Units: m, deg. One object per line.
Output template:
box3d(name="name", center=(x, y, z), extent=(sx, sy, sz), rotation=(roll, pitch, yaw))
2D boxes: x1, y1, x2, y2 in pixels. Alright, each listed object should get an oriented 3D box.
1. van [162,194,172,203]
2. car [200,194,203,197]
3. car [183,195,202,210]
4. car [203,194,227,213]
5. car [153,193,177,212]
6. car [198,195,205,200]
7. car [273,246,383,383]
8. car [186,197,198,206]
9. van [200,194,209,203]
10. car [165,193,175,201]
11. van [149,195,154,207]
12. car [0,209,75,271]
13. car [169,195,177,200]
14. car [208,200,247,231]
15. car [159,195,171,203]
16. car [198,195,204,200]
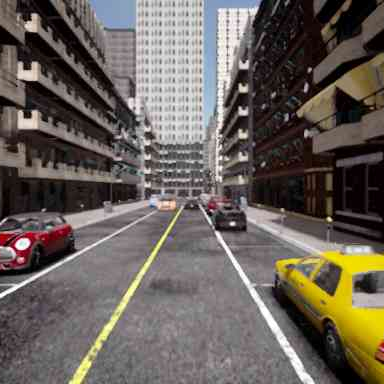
box3d(name="van", center=(-5.377, 1.302, 71.786), extent=(1.690, 1.788, 3.998), rotation=(-1, 0, 0))
box3d(name="car", center=(2.521, 1.501, 49.786), extent=(1.752, 1.417, 4.829), rotation=(-1, 0, 0))
box3d(name="car", center=(-0.010, 1.506, 42.251), extent=(1.812, 1.442, 4.674), rotation=(0, 0, 0))
box3d(name="car", center=(2.530, 1.300, 32.968), extent=(2.192, 1.841, 5.009), rotation=(-1, 0, 0))
box3d(name="car", center=(-2.868, 1.334, 38.459), extent=(2.097, 1.767, 4.553), rotation=(0, 0, 0))
box3d(name="car", center=(2.494, 1.493, 88.459), extent=(1.887, 1.381, 4.507), rotation=(-1, 0, 0))
box3d(name="car", center=(2.552, 1.524, 5.393), extent=(1.752, 1.417, 4.829), rotation=(-1, 0, 0))
box3d(name="car", center=(-0.036, 1.574, 53.558), extent=(1.895, 1.301, 4.718), rotation=(0, 0, 0))
box3d(name="van", center=(2.507, 1.307, 66.263), extent=(1.690, 1.788, 3.998), rotation=(-1, 0, 0))
box3d(name="car", center=(-5.385, 1.268, 82.885), extent=(2.192, 1.841, 5.009), rotation=(-1, 0, 0))
box3d(name="van", center=(-5.361, 1.317, 49.591), extent=(1.690, 1.788, 3.998), rotation=(-1, 0, 0))
box3d(name="car", center=(-5.333, 1.436, 10.746), extent=(1.967, 1.590, 4.097), rotation=(-1, 0, 0))
box3d(name="car", center=(-5.390, 1.489, 93.983), extent=(1.887, 1.381, 4.507), rotation=(-1, 0, 0))
box3d(name="car", center=(2.215, 1.495, 20.564), extent=(1.837, 1.490, 4.892), rotation=(0, 0, 0))
box3d(name="car", center=(-5.372, 1.405, 66.238), extent=(1.967, 1.590, 4.097), rotation=(-1, 0, 0))
box3d(name="car", center=(2.490, 1.469, 94.178), extent=(1.752, 1.417, 4.829), rotation=(-1, 0, 0))
